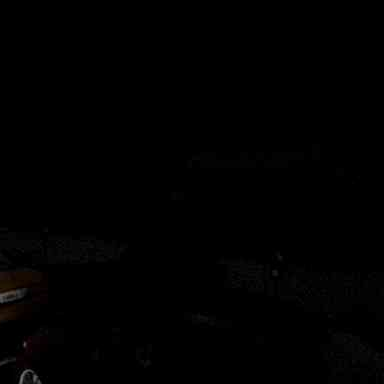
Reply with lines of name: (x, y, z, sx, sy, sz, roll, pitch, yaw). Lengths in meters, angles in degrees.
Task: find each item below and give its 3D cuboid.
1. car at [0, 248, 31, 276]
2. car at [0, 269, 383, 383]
car: (-4.616, 1.545, 6.373, 4.829, 1.417, 1.752, 0, 1, 36)
car: (0.069, 1.586, 3.027, 4.206, 1.307, 1.802, 0, 1, 36)
